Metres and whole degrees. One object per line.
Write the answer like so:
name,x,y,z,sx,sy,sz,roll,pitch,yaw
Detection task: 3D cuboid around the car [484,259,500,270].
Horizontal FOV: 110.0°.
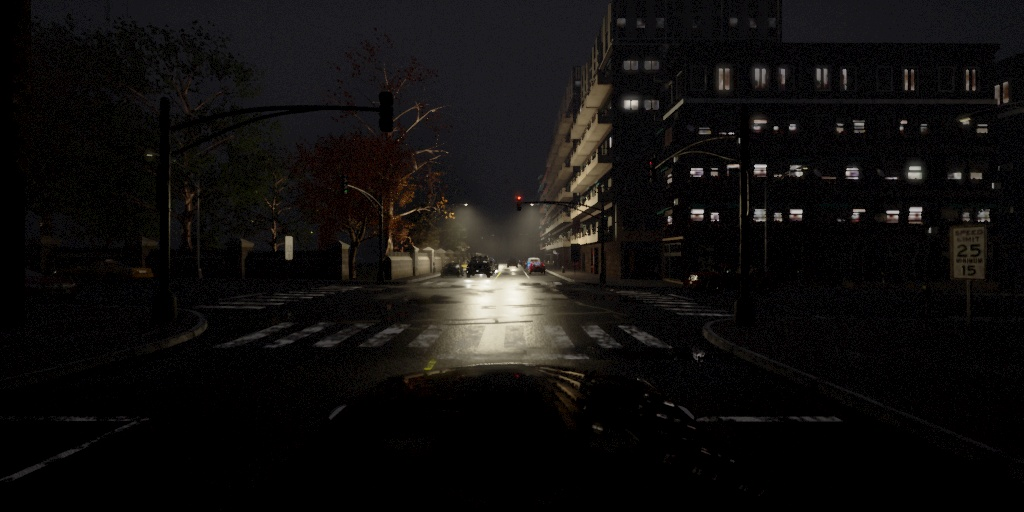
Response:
car,-3.008,1.279,55.013,2.128,1.511,4.902,0,0,0

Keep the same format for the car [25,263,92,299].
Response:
car,-18.945,1.007,13.365,4.207,1.307,1.802,0,0,0

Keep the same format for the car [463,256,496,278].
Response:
car,-3.036,0.986,34.662,2.150,2.045,5.566,0,0,1

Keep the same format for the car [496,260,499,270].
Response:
car,-3.032,1.322,44.914,2.033,1.411,5.357,0,0,0

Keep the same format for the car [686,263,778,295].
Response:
car,13.480,1.353,22.005,5.009,1.841,2.192,0,0,0

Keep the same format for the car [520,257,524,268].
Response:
car,2.775,1.230,56.884,1.967,1.591,4.097,0,0,0

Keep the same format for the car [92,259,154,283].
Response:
car,-24.713,0.883,21.700,4.829,1.417,1.751,0,0,0

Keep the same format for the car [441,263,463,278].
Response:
car,-5.640,1.330,34.376,1.948,1.339,4.313,0,0,0

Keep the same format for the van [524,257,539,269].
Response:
van,2.758,1.116,45.623,1.690,1.789,3.998,0,0,0

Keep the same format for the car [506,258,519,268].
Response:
car,0.093,1.304,62.667,1.837,1.490,4.892,0,0,0

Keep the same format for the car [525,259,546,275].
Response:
car,2.749,1.314,39.993,1.888,1.381,4.507,0,0,0
